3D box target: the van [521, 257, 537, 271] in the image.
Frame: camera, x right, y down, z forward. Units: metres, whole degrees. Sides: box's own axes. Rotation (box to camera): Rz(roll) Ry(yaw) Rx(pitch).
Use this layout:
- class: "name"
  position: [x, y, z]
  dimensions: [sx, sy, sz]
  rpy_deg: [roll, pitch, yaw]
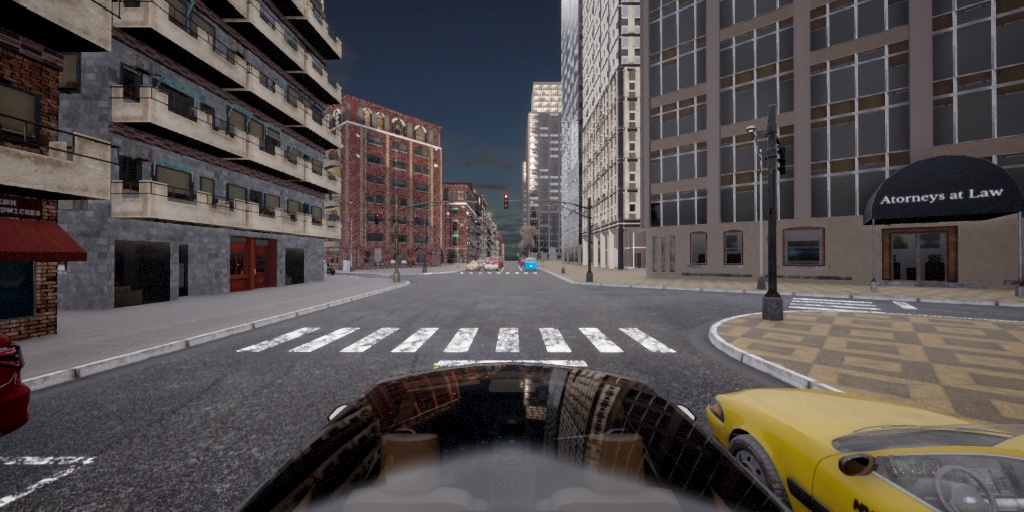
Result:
- class: "van"
  position: [2.543, 1.136, 50.081]
  dimensions: [1.690, 1.789, 3.998]
  rpy_deg: [0, 0, 0]

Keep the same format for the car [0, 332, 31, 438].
- class: "car"
  position: [-5.314, 1.065, 1.078]
  dimensions: [2.192, 1.841, 5.009]
  rpy_deg: [0, 0, 0]

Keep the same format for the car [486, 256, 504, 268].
- class: "car"
  position: [-2.858, 1.037, 59.699]
  dimensions: [2.150, 2.045, 5.566]
  rpy_deg: [0, 0, 0]

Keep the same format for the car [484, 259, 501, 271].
- class: "car"
  position: [-2.871, 1.396, 50.192]
  dimensions: [1.895, 1.301, 4.718]
  rpy_deg: [0, 0, -2]

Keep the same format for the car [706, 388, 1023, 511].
- class: "car"
  position: [2.566, 1.275, 1.258]
  dimensions: [1.751, 1.417, 4.829]
  rpy_deg: [0, 0, 0]

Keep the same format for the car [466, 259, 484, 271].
- class: "car"
  position: [-5.337, 1.320, 49.908]
  dimensions: [1.751, 1.417, 4.829]
  rpy_deg: [0, 0, 0]

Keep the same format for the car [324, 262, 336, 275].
- class: "car"
  position: [-22.369, 1.455, 41.775]
  dimensions: [4.892, 1.490, 1.837]
  rpy_deg: [-1, -1, 41]
